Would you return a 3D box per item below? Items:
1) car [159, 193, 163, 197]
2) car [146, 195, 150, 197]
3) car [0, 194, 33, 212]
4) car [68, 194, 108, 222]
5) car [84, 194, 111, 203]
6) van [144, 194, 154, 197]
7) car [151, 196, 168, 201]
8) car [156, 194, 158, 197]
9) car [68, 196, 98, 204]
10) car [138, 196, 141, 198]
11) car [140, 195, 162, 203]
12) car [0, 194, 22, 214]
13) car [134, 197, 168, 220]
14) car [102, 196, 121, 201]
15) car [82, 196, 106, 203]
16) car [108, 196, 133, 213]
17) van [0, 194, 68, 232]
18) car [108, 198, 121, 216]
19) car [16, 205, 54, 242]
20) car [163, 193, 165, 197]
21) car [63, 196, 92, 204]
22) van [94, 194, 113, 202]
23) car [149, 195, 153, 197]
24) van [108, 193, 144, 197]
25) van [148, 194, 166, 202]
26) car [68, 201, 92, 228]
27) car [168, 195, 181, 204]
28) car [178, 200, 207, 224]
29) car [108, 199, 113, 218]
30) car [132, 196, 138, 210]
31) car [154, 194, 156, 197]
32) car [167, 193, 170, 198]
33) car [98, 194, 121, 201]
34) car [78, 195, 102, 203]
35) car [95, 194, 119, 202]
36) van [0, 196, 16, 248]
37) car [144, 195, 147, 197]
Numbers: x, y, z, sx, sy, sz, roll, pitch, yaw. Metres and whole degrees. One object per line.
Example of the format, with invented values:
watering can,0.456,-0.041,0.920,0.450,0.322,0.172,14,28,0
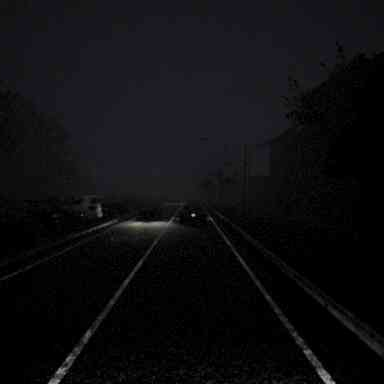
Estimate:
car,-8.931,1.353,64.473,5.566,2.045,2.435,0,0,0
car,-8.896,1.571,47.652,4.792,1.488,2.163,0,0,0
car,-21.959,1.259,38.852,5.566,2.045,2.435,0,0,0
car,-8.903,1.221,22.426,5.566,2.045,2.435,0,0,0
car,-22.095,1.406,77.954,5.566,2.045,2.435,0,0,0
van,-8.820,1.337,53.260,4.442,1.987,1.878,0,0,0
car,-9.013,1.737,92.507,4.674,1.452,2.002,0,0,0
car,-8.916,1.458,58.866,4.553,1.767,2.185,0,0,0
car,-21.858,1.613,66.851,5.366,1.575,1.946,0,0,0
car,-8.937,1.539,39.242,4.792,1.488,2.163,0,0,0
car,-9.007,1.511,72.882,4.553,1.767,2.185,0,0,0
car,-21.953,1.249,36.190,5.566,2.045,2.435,0,0,0
car,-3.366,1.488,28.092,1.882,1.535,5.008,0,0,0
car,-22.123,1.727,91.832,4.792,1.488,2.163,0,0,0
car,-22.032,1.677,75.178,4.792,1.488,2.163,0,0,0
car,-8.892,1.490,33.639,5.008,1.535,2.097,0,0,0
van,-8.980,1.244,16.819,4.442,1.987,1.878,0,0,0
car,-8.857,1.507,28.031,4.792,1.488,2.163,0,0,0
car,-8.853,1.469,14.016,4.892,1.521,2.231,0,0,0
car,-8.936,1.364,67.276,5.566,2.045,2.435,0,0,0
car,-22.044,1.606,64.074,4.892,1.521,2.231,0,0,0
van,-22.194,1.453,83.505,4.442,1.987,1.878,0,0,0
car,-8.926,1.552,50.456,5.008,1.535,2.097,0,0,0
van,-8.797,1.294,42.047,4.442,1.987,1.878,0,0,0
van,-9.121,1.463,86.897,4.442,1.987,1.878,0,0,0
car,-8.863,1.471,19.623,5.008,1.535,2.097,0,0,0
car,-3.295,1.687,68.723,2.033,1.411,5.357,0,0,0
car,0.083,1.570,24.892,1.994,1.385,4.181,0,0,0
car,-8.876,1.475,25.234,4.892,1.521,2.231,0,0,0
car,-9.088,1.496,36.439,5.366,1.575,1.946,0,0,0
car,-8.973,1.447,56.062,4.553,1.767,2.185,0,0,0
car,-8.971,1.427,84.096,5.566,2.045,2.435,0,0,0
car,-22.060,1.443,89.058,5.566,2.045,2.435,0,0,0
car,-22.086,1.511,72.401,4.553,1.767,2.185,0,0,0
car,-22.111,1.437,86.281,5.566,2.045,2.435,0,0,0
van,-8.738,1.241,11.213,4.442,1.987,1.878,0,0,0
car,-8.890,1.560,44.849,4.792,1.488,2.163,0,0,0
